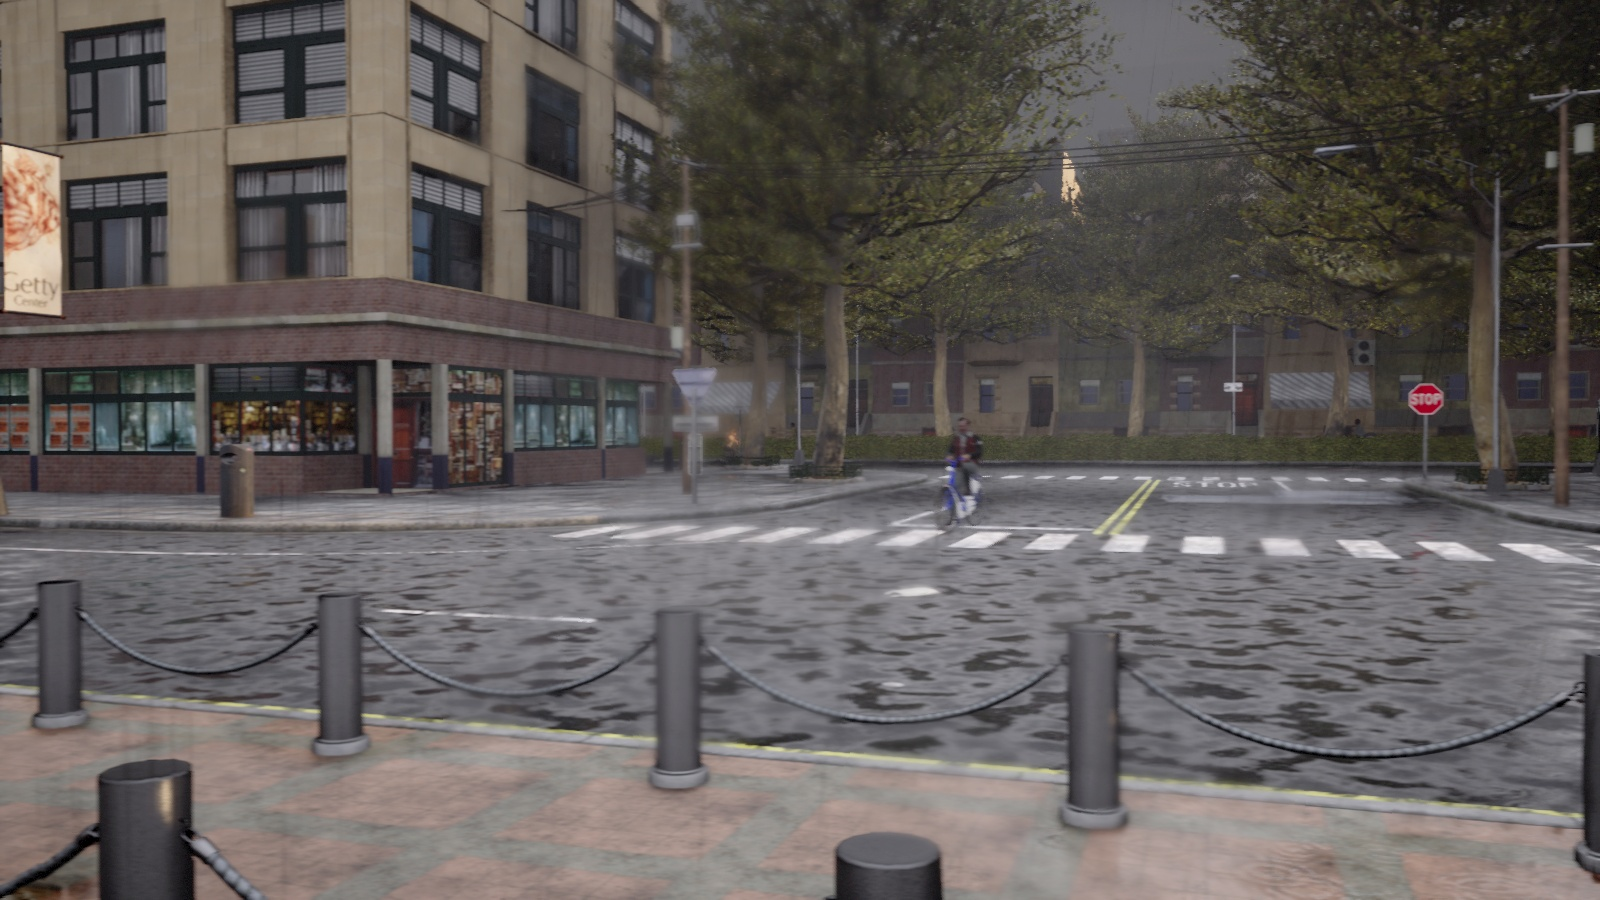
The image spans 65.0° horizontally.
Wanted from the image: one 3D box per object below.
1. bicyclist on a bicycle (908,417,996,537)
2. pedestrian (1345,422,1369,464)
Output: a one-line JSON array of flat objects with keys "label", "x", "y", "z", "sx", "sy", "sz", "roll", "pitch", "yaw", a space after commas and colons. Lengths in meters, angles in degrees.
[{"label": "bicyclist on a bicycle", "x": 2.394, "y": 0.393, "z": 19.599, "sx": 0.659, "sy": 1.776, "sz": 1.843, "roll": 0, "pitch": 1, "yaw": 31}, {"label": "pedestrian", "x": 24.783, "y": -0.319, "z": 55.889, "sx": 0.900, "sy": 1.855, "sz": 0.874, "roll": 1, "pitch": 1, "yaw": 18}]
